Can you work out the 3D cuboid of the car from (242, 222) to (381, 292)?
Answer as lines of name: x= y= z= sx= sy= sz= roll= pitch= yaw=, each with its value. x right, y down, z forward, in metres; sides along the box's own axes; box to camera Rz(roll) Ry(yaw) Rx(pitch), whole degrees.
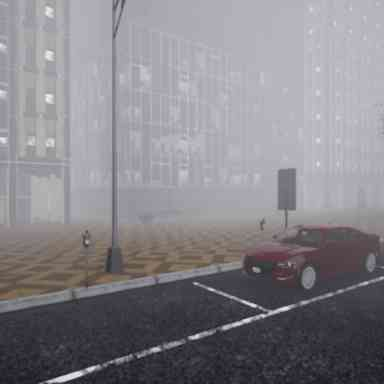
car: x=3.302 y=1.534 z=8.923 sx=4.507 sy=1.381 sz=1.887 roll=0 pitch=0 yaw=-36
